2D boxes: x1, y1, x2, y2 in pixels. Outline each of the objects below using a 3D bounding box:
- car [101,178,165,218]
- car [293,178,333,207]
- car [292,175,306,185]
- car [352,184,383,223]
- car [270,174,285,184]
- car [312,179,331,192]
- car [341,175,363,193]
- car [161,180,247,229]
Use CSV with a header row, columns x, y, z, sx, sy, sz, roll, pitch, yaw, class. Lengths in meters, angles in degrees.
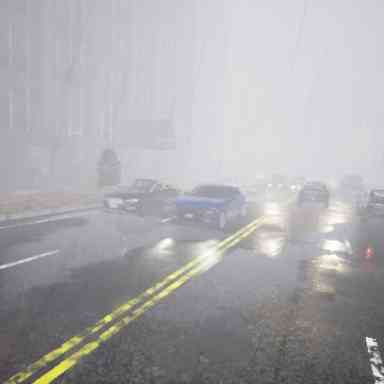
x,y,z,sx,sy,sz,roll,pitch,yaw,class
-2.045,0.140,14.942,2.128,1.511,4.902,5,5,22,car
8.291,0.085,22.388,2.128,1.511,4.902,5,5,22,car
16.495,-1.796,50.893,2.128,1.511,4.902,5,5,23,car
9.057,0.649,15.930,2.128,1.511,4.902,5,5,23,car
13.499,-2.041,52.127,1.837,1.490,4.892,5,5,23,car
15.543,-0.835,39.815,1.895,1.301,4.718,5,5,22,car
18.621,-0.962,38.704,2.150,2.045,5.566,5,5,22,car
0.867,0.396,13.506,1.882,1.535,5.008,5,5,22,car
